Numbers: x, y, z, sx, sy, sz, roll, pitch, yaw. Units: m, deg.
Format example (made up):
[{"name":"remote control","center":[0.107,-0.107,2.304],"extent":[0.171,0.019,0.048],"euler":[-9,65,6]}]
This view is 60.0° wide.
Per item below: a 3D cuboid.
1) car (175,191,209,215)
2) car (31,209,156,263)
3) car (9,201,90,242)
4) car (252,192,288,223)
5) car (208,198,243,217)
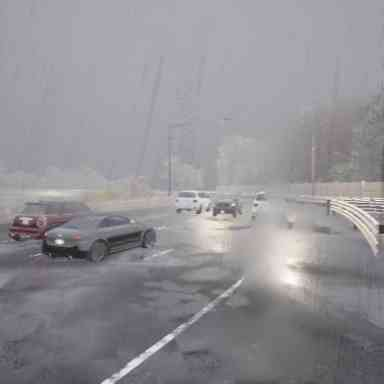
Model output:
[{"name":"car","center":[0.216,0.891,30.200],"extent":[2.150,2.045,5.566],"euler":[1,1,16]},{"name":"car","center":[-2.997,1.414,11.532],"extent":[1.994,1.385,4.181],"euler":[1,1,26]},{"name":"car","center":[-5.426,1.153,14.583],"extent":[2.097,1.767,4.553],"euler":[1,1,25]},{"name":"car","center":[5.657,0.996,23.942],"extent":[2.150,2.045,5.566],"euler":[1,1,17]},{"name":"car","center":[3.019,1.224,27.403],"extent":[1.837,1.490,4.892],"euler":[1,1,17]}]
